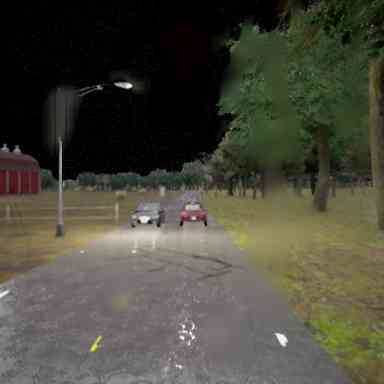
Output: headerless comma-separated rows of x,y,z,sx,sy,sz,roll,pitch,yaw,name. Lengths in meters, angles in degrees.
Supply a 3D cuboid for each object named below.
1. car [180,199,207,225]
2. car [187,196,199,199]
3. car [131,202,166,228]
0.101,1.486,23.527,1.812,1.442,4.674,0,0,0,car
0.100,1.274,41.629,2.097,1.767,4.553,0,0,0,car
-2.769,1.456,21.896,2.128,1.511,4.902,0,0,0,car
